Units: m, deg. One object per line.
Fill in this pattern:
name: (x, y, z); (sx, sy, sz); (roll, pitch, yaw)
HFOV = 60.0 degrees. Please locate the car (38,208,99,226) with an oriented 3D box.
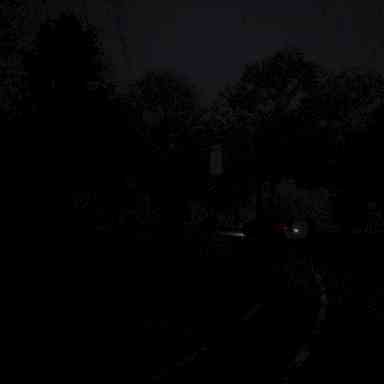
car: (-10.695, 2.129, 28.885); (5.008, 1.535, 1.882); (0, -2, 1)

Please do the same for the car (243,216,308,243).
car: (4.716, 2.063, 19.422); (1.994, 1.385, 4.181); (1, -2, -23)
